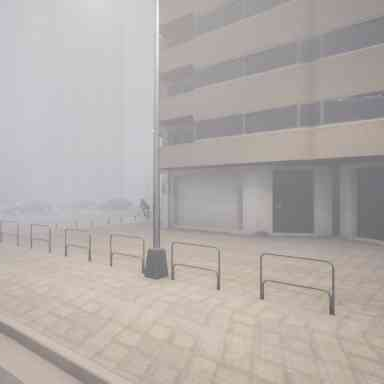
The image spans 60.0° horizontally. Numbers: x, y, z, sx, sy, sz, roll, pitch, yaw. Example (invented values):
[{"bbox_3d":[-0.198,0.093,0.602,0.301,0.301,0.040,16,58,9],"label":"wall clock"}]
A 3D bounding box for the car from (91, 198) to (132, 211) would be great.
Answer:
[{"bbox_3d":[-9.858,1.560,42.257,1.837,1.490,4.892,0,0,38],"label":"car"}]

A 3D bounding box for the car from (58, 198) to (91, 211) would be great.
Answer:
[{"bbox_3d":[-14.526,1.533,41.971,1.882,1.535,5.008,0,0,38],"label":"car"}]

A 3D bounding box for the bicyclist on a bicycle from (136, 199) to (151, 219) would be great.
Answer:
[{"bbox_3d":[-3.846,1.357,26.430,1.656,1.620,0.582,0,0,38],"label":"bicyclist on a bicycle"}]

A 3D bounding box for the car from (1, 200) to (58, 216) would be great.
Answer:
[{"bbox_3d":[-16.598,1.560,33.621,1.837,1.490,4.892,0,0,38],"label":"car"}]
